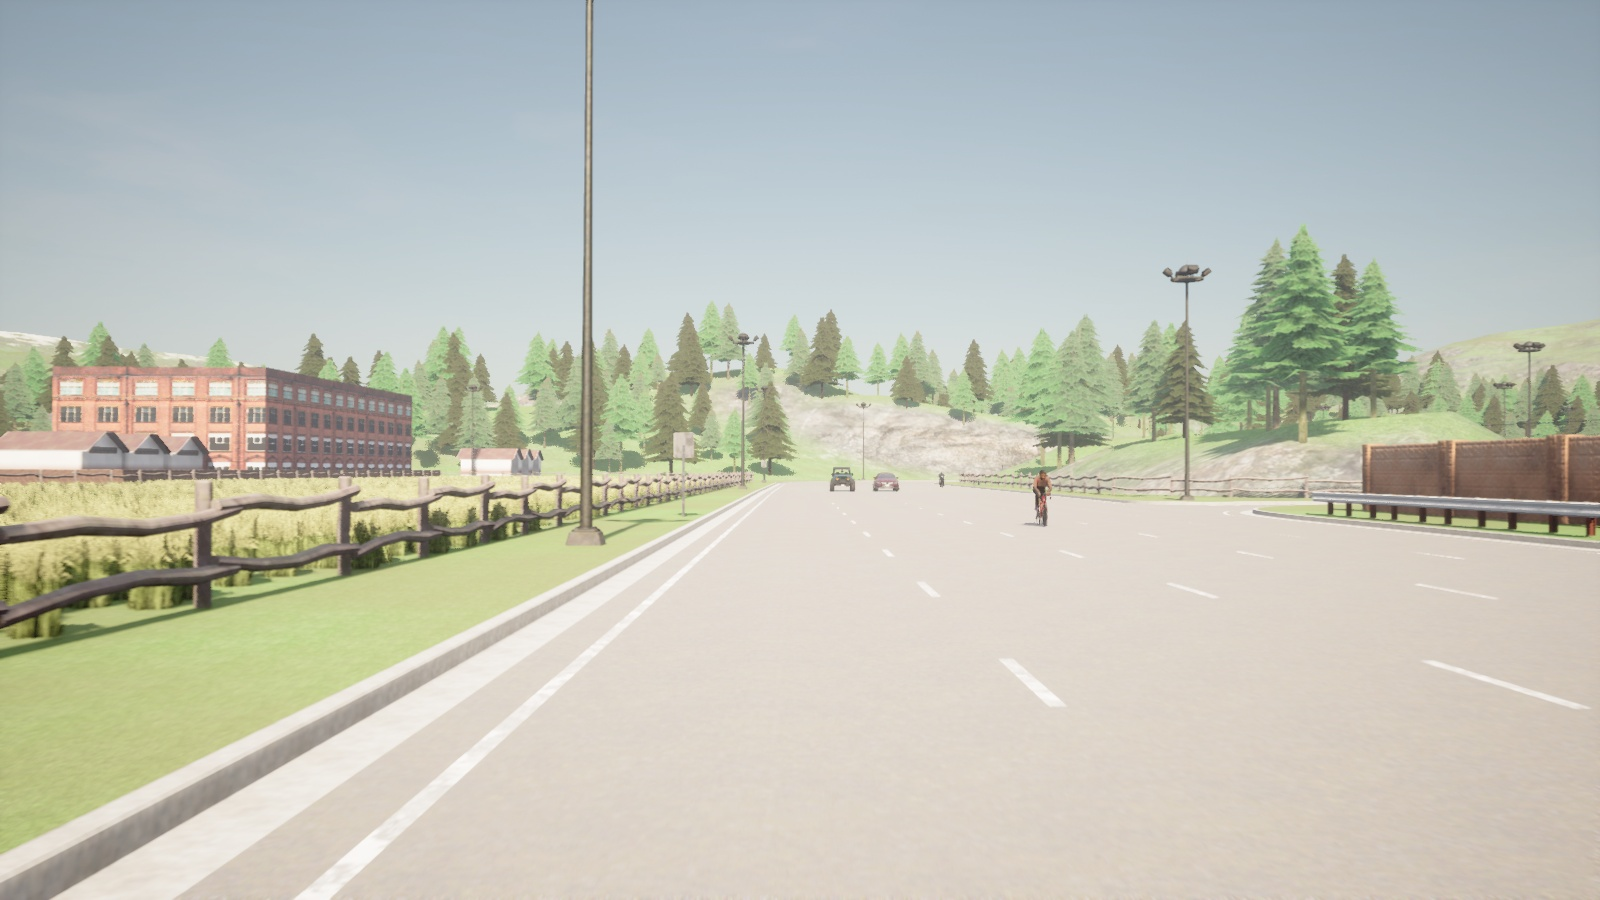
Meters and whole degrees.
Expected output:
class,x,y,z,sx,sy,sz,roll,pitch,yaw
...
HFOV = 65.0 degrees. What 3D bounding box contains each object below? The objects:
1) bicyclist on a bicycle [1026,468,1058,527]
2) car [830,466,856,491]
class,x,y,z,sx,sy,sz,roll,pitch,yaw
bicyclist on a bicycle,6.912,1.340,35.881,0.582,1.620,1.656,0,-1,0
car,3.301,2.233,97.725,1.905,1.878,3.866,0,-1,0
